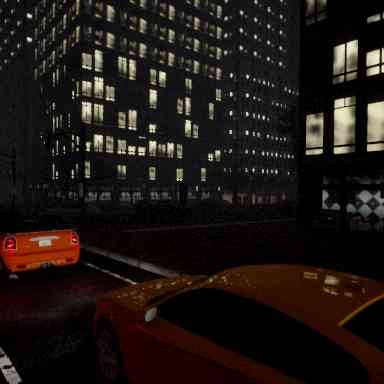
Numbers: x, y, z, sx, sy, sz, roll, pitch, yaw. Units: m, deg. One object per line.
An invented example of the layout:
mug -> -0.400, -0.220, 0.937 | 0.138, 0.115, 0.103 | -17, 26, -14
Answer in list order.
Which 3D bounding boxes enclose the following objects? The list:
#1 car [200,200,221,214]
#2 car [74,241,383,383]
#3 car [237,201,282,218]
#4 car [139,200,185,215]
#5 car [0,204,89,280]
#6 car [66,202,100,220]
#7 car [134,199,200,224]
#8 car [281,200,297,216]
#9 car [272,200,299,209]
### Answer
car -> 1.115, 1.699, 36.843 | 4.892, 1.490, 1.837 | 1, 0, -39
car -> 0.749, 1.476, 3.245 | 1.882, 1.535, 5.008 | 0, 0, -40
car -> 6.660, 1.832, 33.906 | 4.829, 1.417, 1.752 | 1, 0, -39
car -> -3.272, 1.647, 36.619 | 4.829, 1.417, 1.752 | 1, 0, -39
car -> -5.193, 1.347, 10.285 | 2.097, 1.767, 4.553 | 0, 0, -40
car -> -10.103, 1.593, 27.955 | 4.674, 1.442, 1.812 | 1, 1, -36
car -> -2.211, 1.523, 26.669 | 5.009, 1.841, 2.192 | 1, 0, -39
car -> 10.899, 1.935, 37.363 | 4.206, 1.307, 1.802 | 1, 0, -39
car -> 14.336, 1.881, 50.979 | 4.313, 1.339, 1.947 | 1, 0, -39
